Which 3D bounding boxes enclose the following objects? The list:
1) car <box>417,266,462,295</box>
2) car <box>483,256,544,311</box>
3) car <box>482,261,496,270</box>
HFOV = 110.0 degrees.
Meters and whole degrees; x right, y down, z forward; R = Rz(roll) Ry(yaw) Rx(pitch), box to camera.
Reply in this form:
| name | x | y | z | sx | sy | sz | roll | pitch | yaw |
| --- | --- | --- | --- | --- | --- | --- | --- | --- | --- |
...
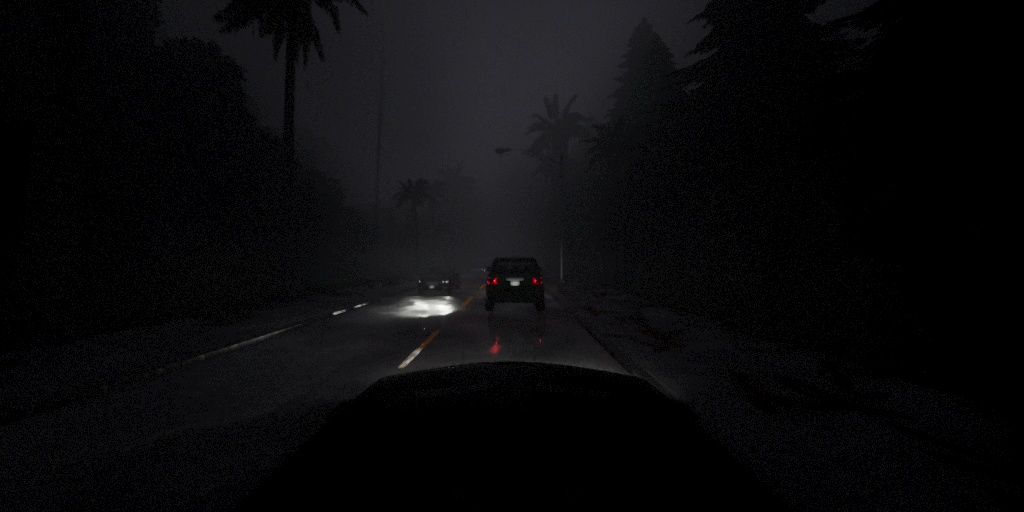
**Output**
| name | x | y | z | sx | sy | sz | roll | pitch | yaw |
| --- | --- | --- | --- | --- | --- | --- | --- | --- | --- |
| car | -4.092 | 1.331 | 20.753 | 2.128 | 1.511 | 4.902 | 0 | 0 | 0 |
| car | 0.104 | 1.035 | 15.000 | 2.150 | 2.045 | 5.566 | 0 | 0 | 0 |
| car | -4.046 | 1.585 | 63.154 | 2.033 | 1.411 | 5.357 | 0 | 0 | 0 |
